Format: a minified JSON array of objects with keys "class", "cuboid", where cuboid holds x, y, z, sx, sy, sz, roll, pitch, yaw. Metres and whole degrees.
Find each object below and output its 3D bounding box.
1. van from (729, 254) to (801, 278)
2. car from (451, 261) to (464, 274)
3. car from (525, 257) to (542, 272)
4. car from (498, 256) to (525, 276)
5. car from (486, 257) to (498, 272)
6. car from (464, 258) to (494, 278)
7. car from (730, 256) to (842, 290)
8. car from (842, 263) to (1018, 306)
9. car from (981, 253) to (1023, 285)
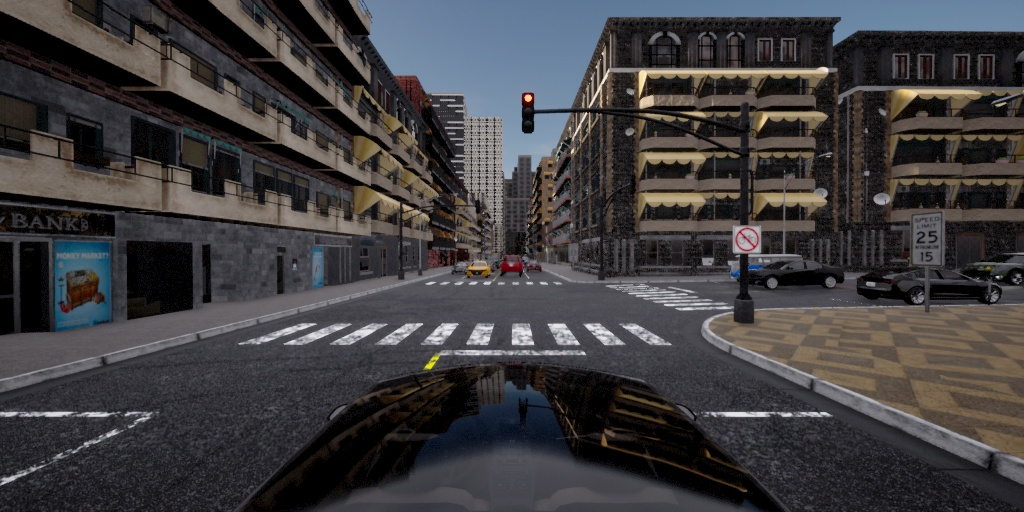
[{"class":"van","cuboid":[15.662,0.782,22.104,3.998,1.789,1.690,0,0,-1]},{"class":"car","cuboid":[-5.676,1.305,39.997,2.007,1.370,4.403,0,0,0]},{"class":"car","cuboid":[2.706,1.198,45.516,1.967,1.591,4.097,0,0,0]},{"class":"car","cuboid":[0.026,0.976,37.550,2.150,2.045,5.566,0,0,1]},{"class":"car","cuboid":[-3.080,1.249,44.461,2.128,1.511,4.902,0,0,0]},{"class":"car","cuboid":[-3.088,1.230,34.057,1.882,1.535,5.008,0,0,0]},{"class":"car","cuboid":[15.068,0.951,19.501,5.008,1.535,1.882,-1,0,-1]},{"class":"car","cuboid":[15.777,1.077,13.725,4.313,1.339,1.948,0,0,-1]},{"class":"car","cuboid":[27.638,0.626,19.668,4.553,1.767,2.097,-1,0,-1]}]
